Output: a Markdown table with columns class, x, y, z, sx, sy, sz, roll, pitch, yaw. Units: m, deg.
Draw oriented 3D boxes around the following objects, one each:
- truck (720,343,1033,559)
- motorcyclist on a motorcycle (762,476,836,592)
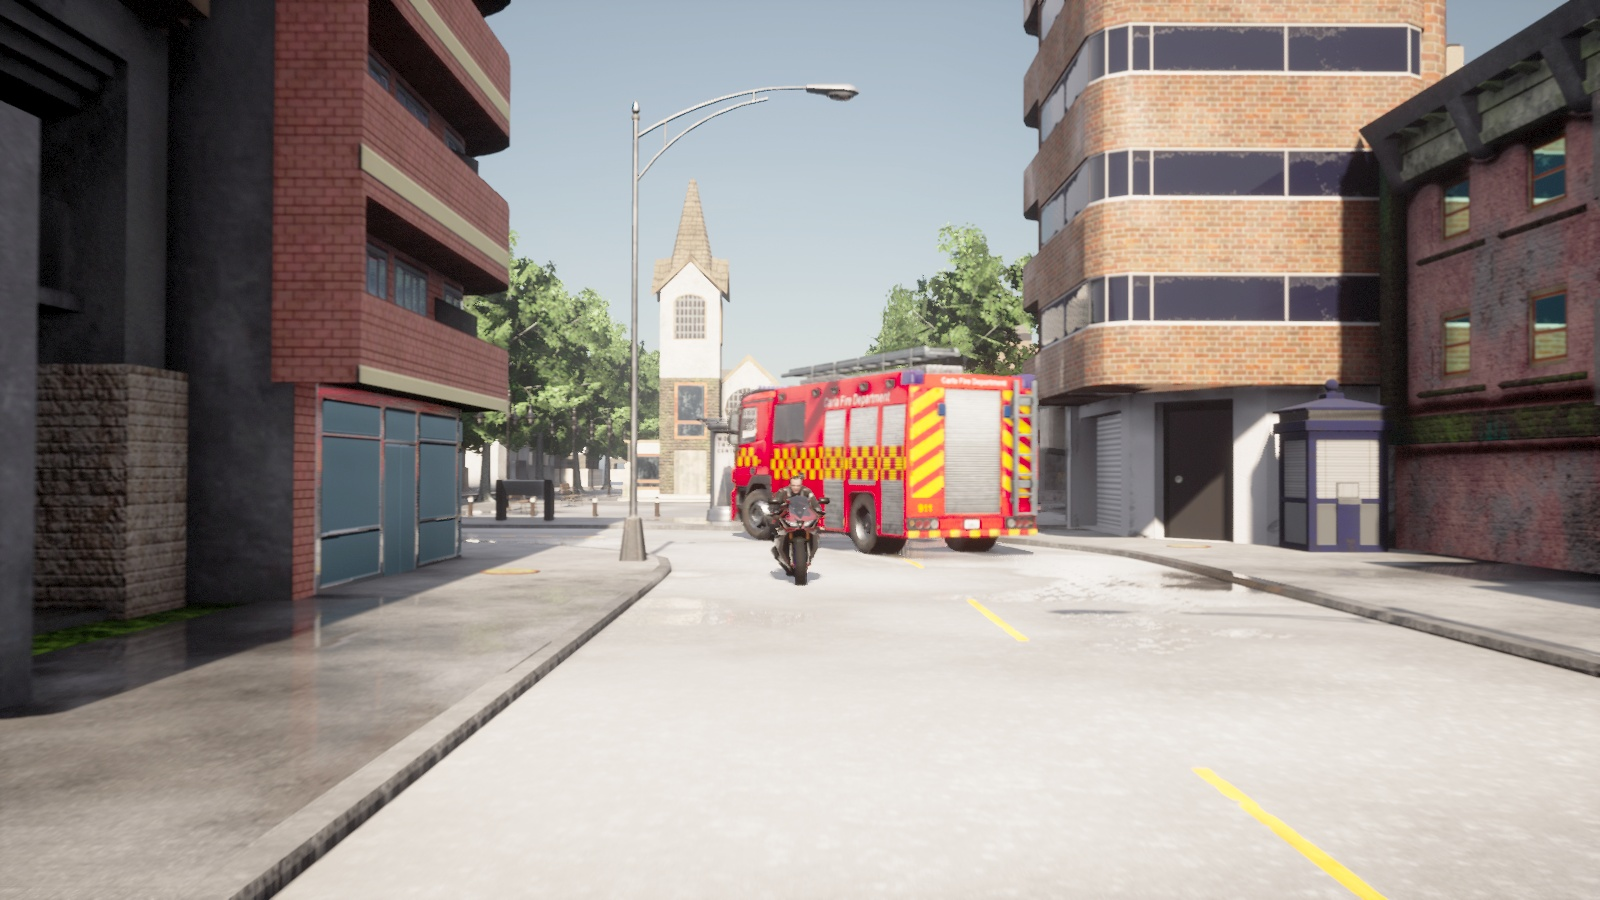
| class | x | y | z | sx | sy | sz | roll | pitch | yaw |
| --- | --- | --- | --- | --- | --- | --- | --- | --- | --- |
| truck | 1.231 | 0.095 | 26.763 | 2.891 | 3.827 | 8.468 | 0 | -1 | -26 |
| motorcyclist on a motorcycle | -0.042 | 1.149 | 17.887 | 0.866 | 1.530 | 2.191 | -1 | -1 | -5 |
